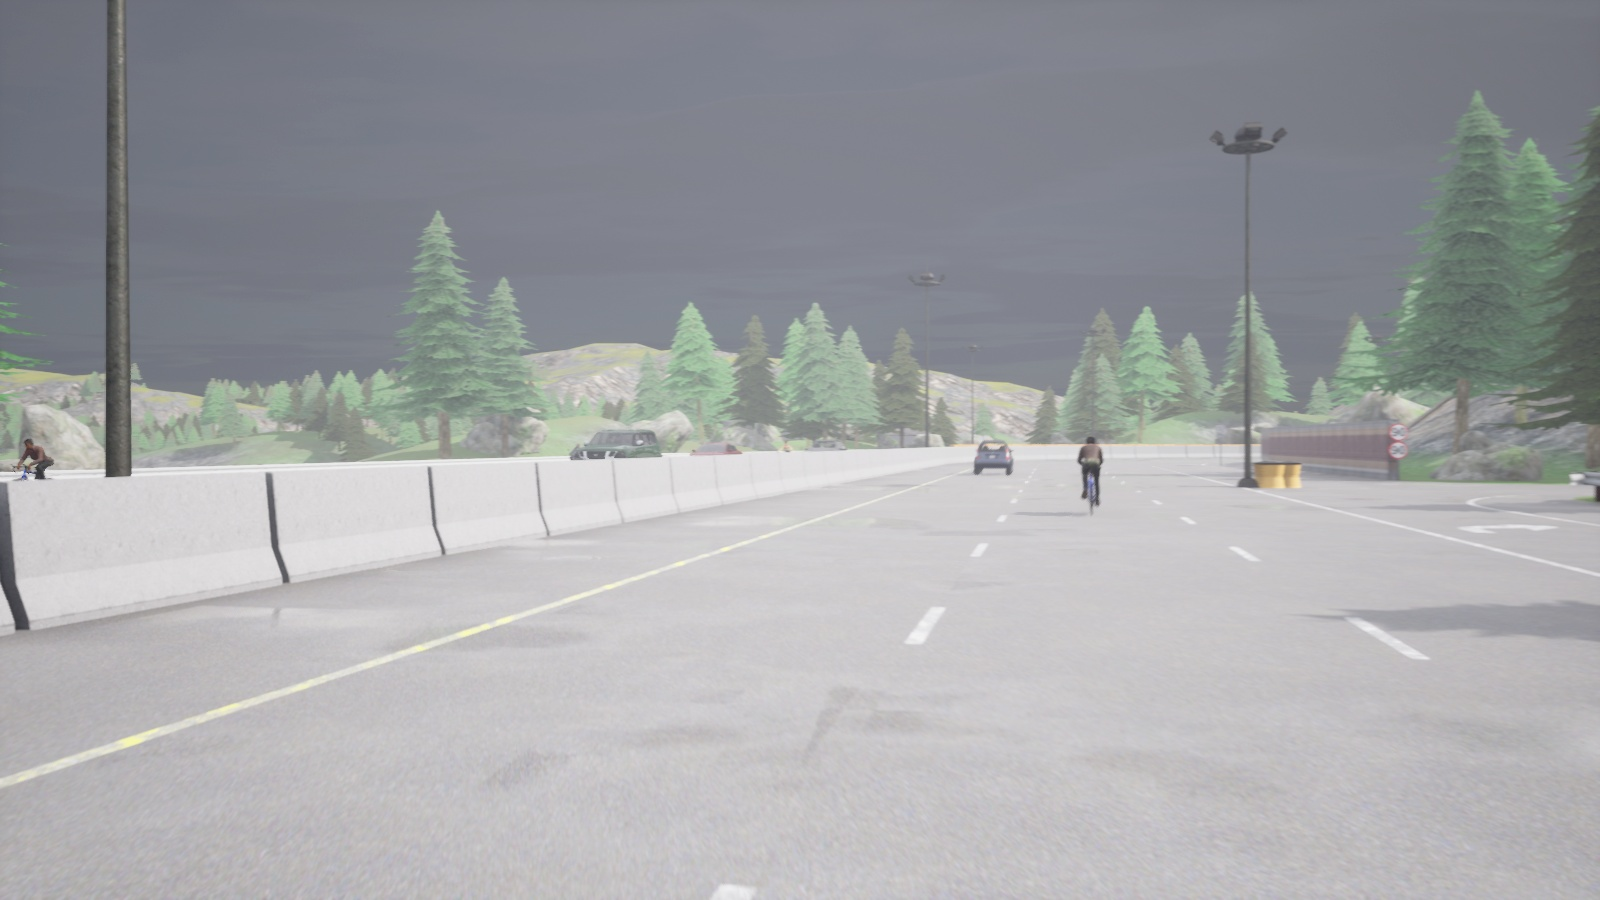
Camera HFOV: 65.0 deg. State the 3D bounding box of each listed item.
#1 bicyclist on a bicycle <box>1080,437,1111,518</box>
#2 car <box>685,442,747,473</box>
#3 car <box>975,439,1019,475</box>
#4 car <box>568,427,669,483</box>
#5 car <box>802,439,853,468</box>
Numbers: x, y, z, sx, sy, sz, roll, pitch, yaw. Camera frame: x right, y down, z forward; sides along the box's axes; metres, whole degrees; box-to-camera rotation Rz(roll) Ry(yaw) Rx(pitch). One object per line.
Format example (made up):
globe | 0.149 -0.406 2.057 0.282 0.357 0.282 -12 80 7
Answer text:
bicyclist on a bicycle | 6.104 0.552 25.975 0.582 1.620 1.656 0 0 12
car | -4.170 0.357 63.183 1.882 1.535 5.008 0 0 12
car | 9.346 0.306 59.395 1.851 1.617 3.988 0 0 12
car | -7.017 0.180 49.195 2.150 2.045 5.566 0 0 12
car | 1.663 0.162 74.293 2.242 1.667 4.611 0 0 12
